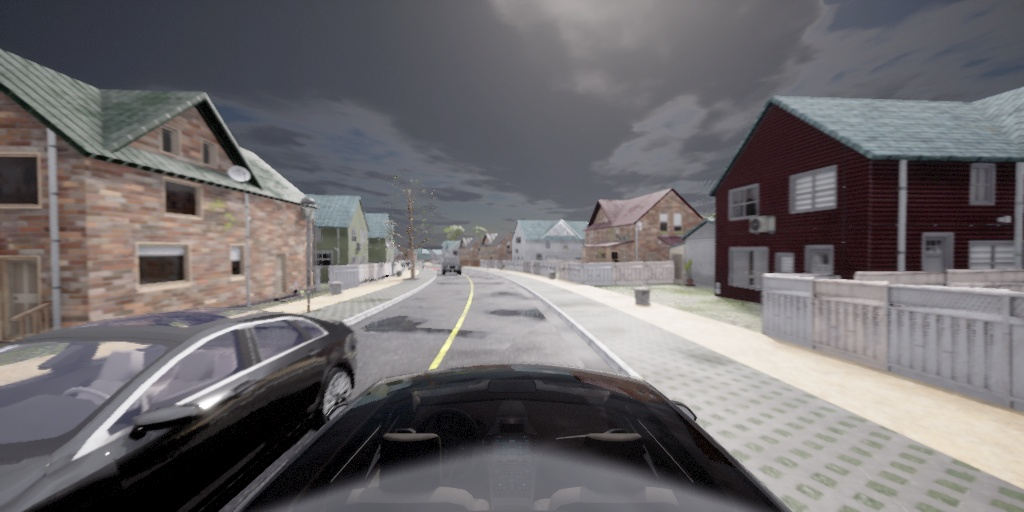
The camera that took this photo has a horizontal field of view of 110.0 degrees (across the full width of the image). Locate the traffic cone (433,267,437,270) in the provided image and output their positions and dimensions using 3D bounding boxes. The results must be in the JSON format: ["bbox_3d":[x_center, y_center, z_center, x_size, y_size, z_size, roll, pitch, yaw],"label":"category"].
[{"bbox_3d":[-12.660,2.138,60.195,0.340,0.580,0.340,0,0,-17],"label":"traffic cone"}]

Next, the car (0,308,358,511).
[{"bbox_3d":[-2.915,1.257,2.781,2.128,1.511,4.902,0,0,0],"label":"car"}]

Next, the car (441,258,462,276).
[{"bbox_3d":[-7.225,1.237,42.957,2.150,2.045,5.566,0,0,-12],"label":"car"}]
